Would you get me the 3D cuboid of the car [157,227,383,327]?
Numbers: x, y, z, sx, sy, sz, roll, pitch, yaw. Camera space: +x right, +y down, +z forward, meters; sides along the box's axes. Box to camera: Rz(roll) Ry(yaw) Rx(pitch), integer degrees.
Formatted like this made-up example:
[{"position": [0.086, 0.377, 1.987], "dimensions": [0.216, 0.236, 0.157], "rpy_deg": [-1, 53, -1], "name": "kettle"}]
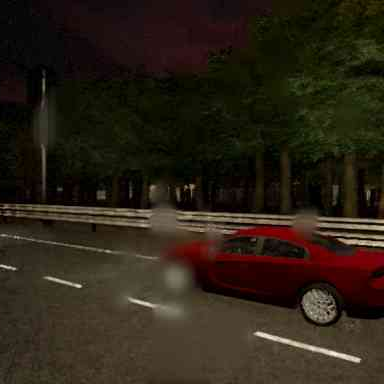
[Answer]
[{"position": [1.483, 1.496, 7.111], "dimensions": [5.008, 1.535, 1.882], "rpy_deg": [0, 0, 36], "name": "car"}]
